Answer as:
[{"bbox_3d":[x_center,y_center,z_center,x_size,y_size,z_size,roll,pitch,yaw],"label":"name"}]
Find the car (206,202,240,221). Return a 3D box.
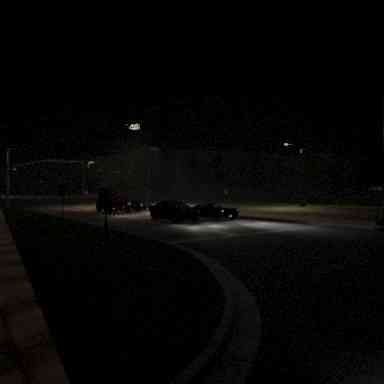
[{"bbox_3d":[1.645,1.491,26.768,1.895,1.301,4.718,0,0,-35],"label":"car"}]

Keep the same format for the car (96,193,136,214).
[{"bbox_3d":[-8.296,1.128,34.975,2.150,2.045,5.566,0,1,-34],"label":"car"}]

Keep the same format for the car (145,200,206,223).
[{"bbox_3d":[-1.362,1.390,24.964,1.882,1.535,5.008,0,0,-35],"label":"car"}]

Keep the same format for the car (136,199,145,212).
[{"bbox_3d":[-6.031,1.489,37.865,1.895,1.301,4.718,0,0,-34],"label":"car"}]
